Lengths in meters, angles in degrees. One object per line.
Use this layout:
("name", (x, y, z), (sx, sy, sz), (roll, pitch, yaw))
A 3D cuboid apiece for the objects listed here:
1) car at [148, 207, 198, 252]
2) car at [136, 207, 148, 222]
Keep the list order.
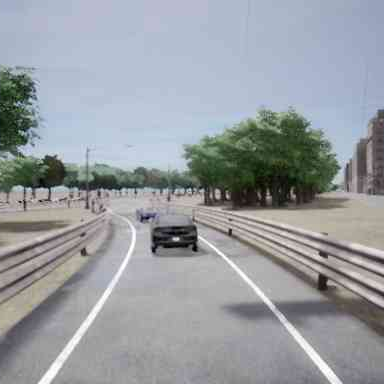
("car", (-0.918, 1.643, 14.939), (1.882, 1.535, 5.008), (0, 0, -7))
("car", (-3.928, 1.948, 29.745), (1.895, 1.301, 4.718), (0, -1, -15))
